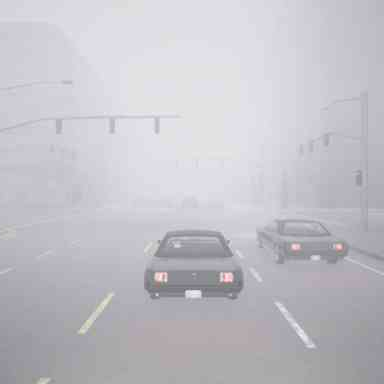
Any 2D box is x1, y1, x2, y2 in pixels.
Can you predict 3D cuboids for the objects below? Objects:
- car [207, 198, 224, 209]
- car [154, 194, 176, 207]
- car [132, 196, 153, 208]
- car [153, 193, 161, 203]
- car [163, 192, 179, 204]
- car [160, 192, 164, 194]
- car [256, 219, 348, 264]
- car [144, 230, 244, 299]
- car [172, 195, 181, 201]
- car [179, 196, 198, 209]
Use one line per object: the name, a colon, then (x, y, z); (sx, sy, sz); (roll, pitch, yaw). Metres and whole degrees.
car: (3.192, 1.546, 45.487); (1.994, 1.385, 4.181); (0, 0, 0)
car: (-4.006, 1.469, 50.456); (2.128, 1.511, 4.902); (0, 0, 0)
car: (-7.506, 1.332, 48.954); (2.097, 1.767, 4.553); (0, 0, 0)
car: (-7.370, 1.500, 63.757); (1.812, 1.442, 4.674); (0, 0, 1)
car: (-3.849, 1.194, 65.190); (2.150, 2.045, 5.566); (0, 0, 1)
car: (-7.171, 1.099, 79.700); (2.150, 2.045, 5.566); (0, 0, 1)
car: (3.551, 1.596, 11.754); (1.895, 1.301, 4.718); (0, 0, 0)
car: (0.044, 1.597, 8.369); (1.895, 1.301, 4.718); (0, 0, 0)
car: (-3.663, 1.381, 80.473); (1.994, 1.385, 4.181); (0, 0, 1)
car: (-0.302, 1.333, 44.594); (2.097, 1.767, 4.553); (0, 0, 0)
